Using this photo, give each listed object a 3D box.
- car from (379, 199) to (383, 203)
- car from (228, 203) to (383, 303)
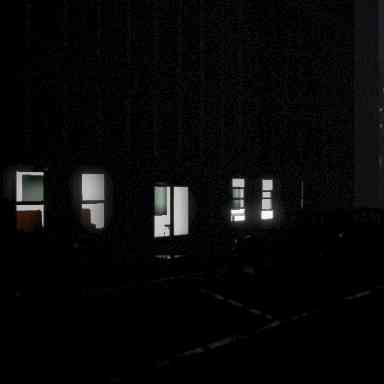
[{"bbox_3d":[30.426,1.761,53.415,1.967,1.590,4.097,-1,0,-36],"label":"car"},{"bbox_3d":[3.240,1.312,8.410,5.009,1.841,2.192,0,0,-36],"label":"car"}]
